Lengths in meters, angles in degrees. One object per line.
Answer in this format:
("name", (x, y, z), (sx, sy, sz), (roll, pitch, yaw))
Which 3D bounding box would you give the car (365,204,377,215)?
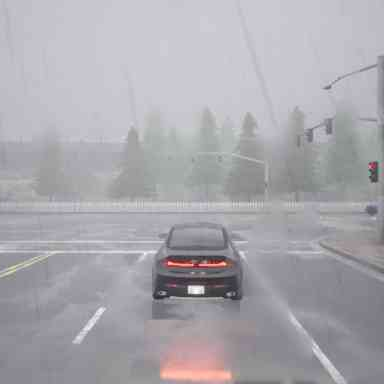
("car", (18.733, 1.420, 30.750), (5.008, 1.535, 1.882), (0, 0, 1))

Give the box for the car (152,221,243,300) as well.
("car", (0.171, 1.504, 8.374), (1.837, 1.490, 4.892), (0, 0, 2))
